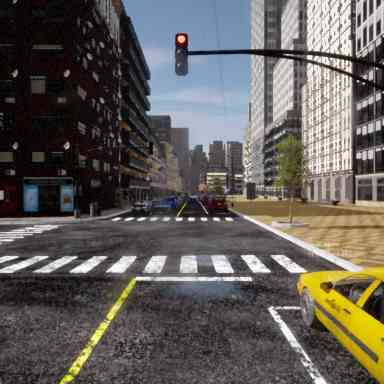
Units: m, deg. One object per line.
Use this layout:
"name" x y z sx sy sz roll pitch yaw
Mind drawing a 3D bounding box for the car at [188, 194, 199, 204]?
"car" 0.266 1.615 65.611 1.994 1.385 4.181 0 0 0

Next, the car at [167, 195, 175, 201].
"car" -5.345 1.613 86.011 1.752 1.417 4.829 0 0 0

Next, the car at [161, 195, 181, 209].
"car" -2.910 1.497 43.953 1.882 1.535 5.008 0 0 0

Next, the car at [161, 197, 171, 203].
"car" -5.412 1.639 69.601 1.802 1.307 4.206 0 0 0

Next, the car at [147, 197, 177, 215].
"car" -2.960 1.558 34.133 2.033 1.411 5.357 0 0 0

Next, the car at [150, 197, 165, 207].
"car" -5.479 1.581 53.021 2.008 1.369 4.403 0 0 0

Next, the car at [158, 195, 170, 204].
"car" -5.435 1.488 64.074 1.967 1.590 4.097 0 0 0

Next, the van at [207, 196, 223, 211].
"van" 2.855 1.358 41.933 1.690 1.788 3.998 0 0 0

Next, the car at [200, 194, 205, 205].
"car" 2.922 1.354 58.513 2.192 1.841 5.009 0 0 0

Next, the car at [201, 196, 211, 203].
"car" 2.968 1.602 69.567 1.887 1.381 4.507 0 0 0

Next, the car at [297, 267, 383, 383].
"car" 2.702 1.525 4.165 1.752 1.417 4.829 0 0 0

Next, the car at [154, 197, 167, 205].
"car" -5.457 1.584 58.547 1.887 1.381 4.507 0 0 0

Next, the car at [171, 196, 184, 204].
"car" -2.741 1.539 64.010 2.128 1.511 4.902 0 0 0

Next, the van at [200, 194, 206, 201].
"van" 3.057 1.441 91.672 1.690 1.788 3.998 0 0 0

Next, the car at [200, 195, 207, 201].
"car" 3.036 1.613 86.316 1.752 1.417 4.829 0 0 0

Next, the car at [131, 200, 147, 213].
"car" -5.546 1.563 36.441 2.008 1.369 4.403 0 0 0

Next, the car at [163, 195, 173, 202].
"car" -5.390 1.507 75.128 1.967 1.590 4.097 0 0 0

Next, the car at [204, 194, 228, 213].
"car" 2.832 1.327 36.408 2.192 1.841 5.009 0 0 0

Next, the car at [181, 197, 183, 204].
"car" -2.851 1.536 53.765 1.837 1.490 4.892 0 0 1
